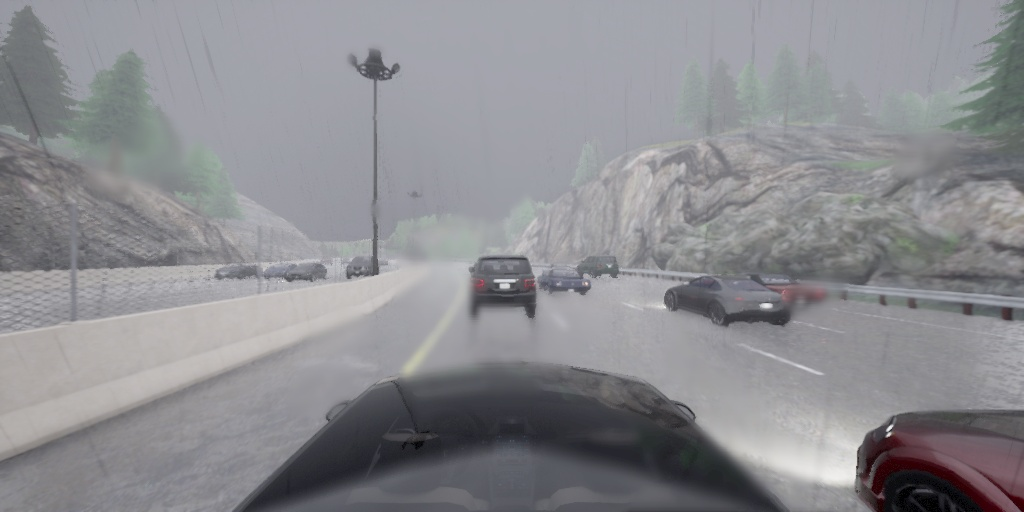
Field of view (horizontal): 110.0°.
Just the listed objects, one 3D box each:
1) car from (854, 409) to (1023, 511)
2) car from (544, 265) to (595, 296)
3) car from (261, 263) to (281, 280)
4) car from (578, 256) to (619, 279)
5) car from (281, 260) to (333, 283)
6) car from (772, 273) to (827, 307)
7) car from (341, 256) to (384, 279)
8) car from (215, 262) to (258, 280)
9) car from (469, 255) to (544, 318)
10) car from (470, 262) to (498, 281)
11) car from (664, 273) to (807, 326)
[{"bbox_3d":[3.504,1.305,0.866,1.994,1.385,4.181,0,0,0],"label":"car"},{"bbox_3d":[2.637,1.361,19.163,1.895,1.301,4.718,0,0,-5],"label":"car"},{"bbox_3d":[-20.752,1.352,32.739,1.812,1.442,4.674,0,0,-11],"label":"car"},{"bbox_3d":[7.841,0.983,33.041,2.150,2.045,5.566,0,0,-9],"label":"car"},{"bbox_3d":[-16.565,1.318,29.261,1.837,1.490,4.892,0,0,-10],"label":"car"},{"bbox_3d":[10.023,1.340,14.865,1.895,1.301,4.718,0,0,-4],"label":"car"},{"bbox_3d":[-13.727,1.032,33.354,2.150,2.045,5.566,0,0,-11],"label":"car"},{"bbox_3d":[-24.145,1.325,31.850,2.128,1.511,4.902,0,0,-11],"label":"car"},{"bbox_3d":[-0.381,0.983,13.207,2.150,2.045,5.566,0,0,-4],"label":"car"},{"bbox_3d":[-2.578,1.331,31.831,2.033,1.411,5.357,0,0,-10],"label":"car"},{"bbox_3d":[6.697,1.308,11.609,1.994,1.385,4.181,0,0,-3],"label":"car"}]
